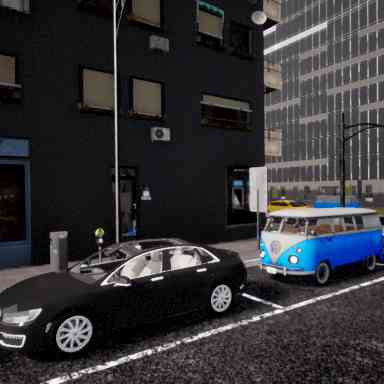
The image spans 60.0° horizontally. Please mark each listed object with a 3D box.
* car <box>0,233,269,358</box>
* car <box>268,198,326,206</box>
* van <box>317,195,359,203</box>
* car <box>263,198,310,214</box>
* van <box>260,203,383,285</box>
[{"bbox_3d":[-0.961,1.550,5.884,4.403,1.369,2.008,0,-1,-35],"label":"car"},{"bbox_3d":[7.811,1.416,26.841,1.882,1.535,5.008,-1,1,-35],"label":"car"},{"bbox_3d":[12.832,1.201,29.774,1.690,1.788,3.998,-1,1,-35],"label":"van"},{"bbox_3d":[9.655,1.400,34.292,1.947,1.339,4.313,-1,1,-35],"label":"car"},{"bbox_3d":[3.599,1.339,9.137,3.998,1.788,1.690,0,-1,-35],"label":"van"}]
